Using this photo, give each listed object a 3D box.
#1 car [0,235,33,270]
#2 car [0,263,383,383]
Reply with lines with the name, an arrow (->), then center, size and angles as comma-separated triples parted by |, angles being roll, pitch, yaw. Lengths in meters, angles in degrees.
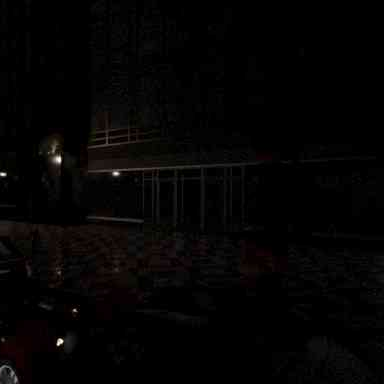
car -> -4.770, 1.440, 6.346 | 4.097, 1.590, 1.967 | 0, 0, 35
car -> -0.176, 1.582, 3.081 | 4.206, 1.307, 1.802 | 0, 0, 35
